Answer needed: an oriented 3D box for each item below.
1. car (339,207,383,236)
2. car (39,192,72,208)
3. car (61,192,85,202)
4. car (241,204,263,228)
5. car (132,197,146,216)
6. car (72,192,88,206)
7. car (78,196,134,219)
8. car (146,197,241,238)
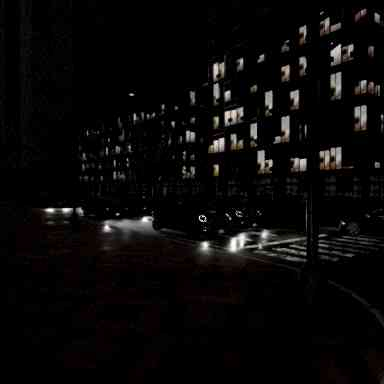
[{"bbox_3d":[9.379,1.408,15.359,1.837,1.490,4.892,1,1,-38],"label":"car"},{"bbox_3d":[-14.644,0.846,34.984,1.837,1.490,4.892,0,1,-38],"label":"car"},{"bbox_3d":[-17.920,0.680,49.971,1.895,1.301,4.718,0,1,-38],"label":"car"},{"bbox_3d":[1.911,1.104,19.227,2.097,1.767,4.553,0,1,-38],"label":"car"},{"bbox_3d":[-4.617,1.106,27.485,2.033,1.411,5.357,0,1,-38],"label":"car"},{"bbox_3d":[-12.525,0.925,37.545,1.895,1.301,4.718,0,1,-38],"label":"car"},{"bbox_3d":[-6.470,1.184,24.589,1.895,1.301,4.718,0,1,-38],"label":"car"},{"bbox_3d":[-0.075,1.124,16.497,2.097,1.767,4.553,0,1,-38],"label":"car"}]
